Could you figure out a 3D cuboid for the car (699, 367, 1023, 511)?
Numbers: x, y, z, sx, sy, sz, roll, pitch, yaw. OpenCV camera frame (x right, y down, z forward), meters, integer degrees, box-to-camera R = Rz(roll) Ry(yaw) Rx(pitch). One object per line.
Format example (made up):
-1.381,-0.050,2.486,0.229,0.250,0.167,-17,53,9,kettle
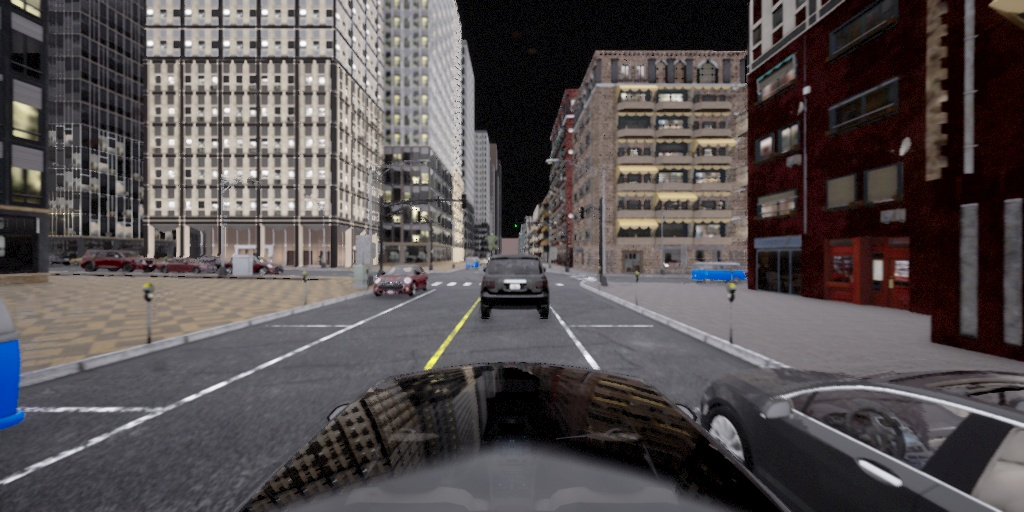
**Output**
2.691,1.300,1.827,2.007,1.370,4.403,0,0,0,car

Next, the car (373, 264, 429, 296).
-5.689,1.173,18.774,1.967,1.591,4.097,0,0,0,car

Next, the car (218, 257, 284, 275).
-21.145,0.791,29.542,4.097,1.591,1.967,0,0,0,car

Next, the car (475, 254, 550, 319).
0.101,0.961,12.931,2.150,2.045,5.566,0,0,0,car

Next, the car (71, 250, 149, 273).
-32.293,0.452,29.517,5.009,1.841,2.192,0,0,0,car

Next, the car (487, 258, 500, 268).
-3.049,1.183,59.204,1.882,1.535,5.008,0,0,1,car

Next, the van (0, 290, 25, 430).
-5.690,1.091,1.828,1.690,1.789,3.998,0,0,0,van

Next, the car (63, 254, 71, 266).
-43.696,0.426,37.874,4.829,1.417,1.751,0,0,0,car

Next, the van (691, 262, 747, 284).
16.915,1.426,29.489,3.998,1.789,1.690,0,0,0,van

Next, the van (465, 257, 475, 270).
-5.686,1.050,51.247,1.690,1.789,3.998,0,0,0,van

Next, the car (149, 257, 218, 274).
-26.719,0.826,29.529,4.207,1.307,1.802,0,0,0,car

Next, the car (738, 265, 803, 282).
25.440,1.713,35.430,5.008,1.535,1.882,1,0,0,car

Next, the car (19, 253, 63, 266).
-49.102,0.359,37.861,4.313,1.339,1.948,0,0,0,car
